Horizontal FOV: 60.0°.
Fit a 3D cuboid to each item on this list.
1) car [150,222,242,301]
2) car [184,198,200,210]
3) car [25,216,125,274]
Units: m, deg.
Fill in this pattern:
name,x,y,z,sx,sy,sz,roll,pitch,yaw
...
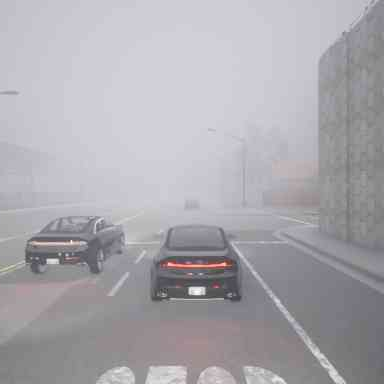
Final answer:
name,x,y,z,sx,sy,sz,roll,pitch,yaw
car,0.084,1.505,8.311,1.837,1.490,4.892,0,0,0
car,0.014,1.491,42.377,2.128,1.511,4.902,0,0,0
car,-3.421,1.492,10.581,2.128,1.511,4.902,0,0,0
